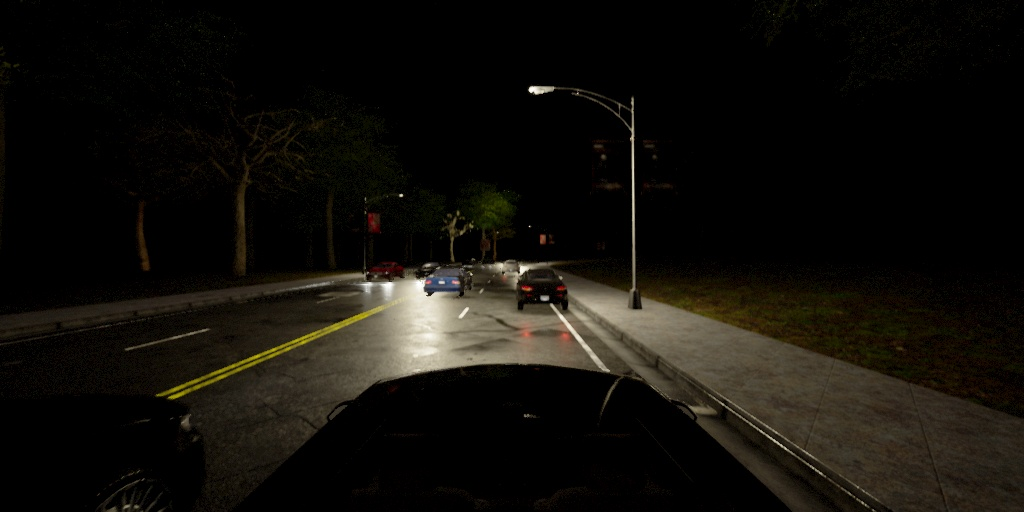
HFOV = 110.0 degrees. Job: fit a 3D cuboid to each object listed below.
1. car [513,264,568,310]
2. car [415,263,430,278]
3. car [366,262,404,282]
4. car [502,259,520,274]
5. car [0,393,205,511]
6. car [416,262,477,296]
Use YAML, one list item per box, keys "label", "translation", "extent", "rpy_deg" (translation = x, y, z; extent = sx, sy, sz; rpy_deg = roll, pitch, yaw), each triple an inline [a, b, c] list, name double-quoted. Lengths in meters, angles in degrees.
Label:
- label: "car"
  translation: [1.094, 1.238, 14.328]
  extent: [1.812, 1.442, 4.674]
  rpy_deg: [0, 0, 0]
- label: "car"
  translation: [-6.694, 1.237, 30.061]
  extent: [1.994, 1.385, 4.181]
  rpy_deg: [0, 0, 0]
- label: "car"
  translation: [-9.942, 1.202, 28.494]
  extent: [1.812, 1.442, 4.674]
  rpy_deg: [0, 0, 0]
- label: "car"
  translation: [-0.085, 1.181, 38.624]
  extent: [1.812, 1.442, 4.674]
  rpy_deg: [0, 0, 0]
- label: "car"
  translation: [-3.144, 1.245, 0.594]
  extent: [2.128, 1.511, 4.902]
  rpy_deg: [0, 0, 0]
- label: "car"
  translation: [-3.210, 1.248, 18.814]
  extent: [2.033, 1.411, 5.357]
  rpy_deg: [0, 0, 0]
